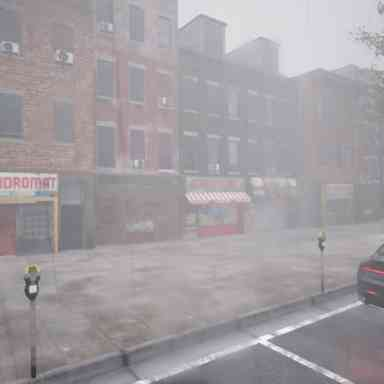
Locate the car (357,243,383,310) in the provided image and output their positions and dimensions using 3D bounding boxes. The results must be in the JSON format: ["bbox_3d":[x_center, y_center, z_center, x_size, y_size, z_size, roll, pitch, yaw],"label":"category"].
[{"bbox_3d":[5.203,1.511,6.638,4.892,1.490,1.837,0,0,-35],"label":"car"}]
